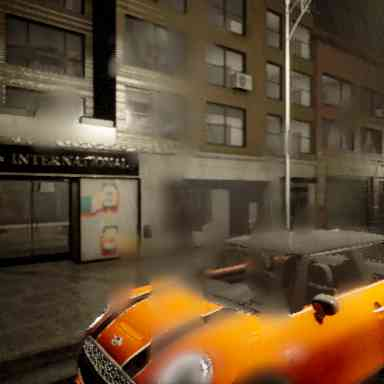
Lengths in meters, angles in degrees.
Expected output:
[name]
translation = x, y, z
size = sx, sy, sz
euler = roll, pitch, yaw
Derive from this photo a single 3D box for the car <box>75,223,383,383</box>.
[car]
translation = 1.012, 1.342, 4.099
size = 4.553, 1.767, 2.097
euler = 0, 0, -35
